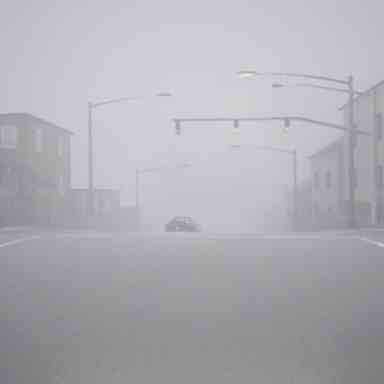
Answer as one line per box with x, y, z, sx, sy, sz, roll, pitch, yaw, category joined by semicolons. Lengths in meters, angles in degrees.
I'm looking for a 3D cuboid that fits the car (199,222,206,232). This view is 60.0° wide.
0.143;4.049;35.729;1.837;1.490;4.892;-1;-12;5;car

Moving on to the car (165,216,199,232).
-0.811;2.534;25.547;1.895;1.301;4.718;-1;-8;6;car
